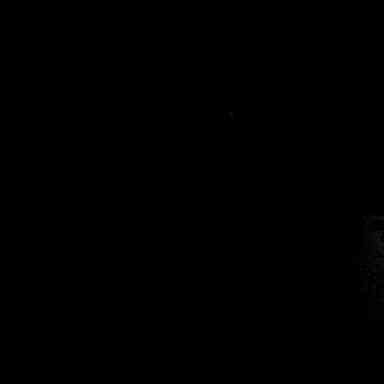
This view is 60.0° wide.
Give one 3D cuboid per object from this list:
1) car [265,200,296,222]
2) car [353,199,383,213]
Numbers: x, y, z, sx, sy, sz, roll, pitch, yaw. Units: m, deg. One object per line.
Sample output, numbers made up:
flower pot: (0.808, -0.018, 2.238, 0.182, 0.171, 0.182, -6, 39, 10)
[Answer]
car: (7.007, 1.409, 26.197, 1.882, 1.535, 5.008, 0, 1, 23)
car: (19.271, 1.449, 34.902, 4.181, 1.385, 1.994, 0, 0, 0)
